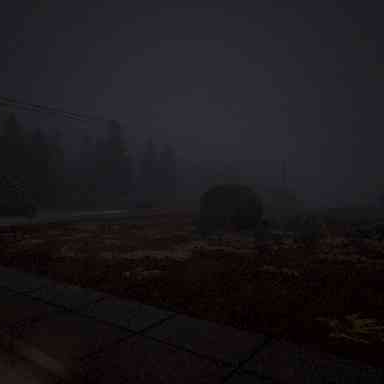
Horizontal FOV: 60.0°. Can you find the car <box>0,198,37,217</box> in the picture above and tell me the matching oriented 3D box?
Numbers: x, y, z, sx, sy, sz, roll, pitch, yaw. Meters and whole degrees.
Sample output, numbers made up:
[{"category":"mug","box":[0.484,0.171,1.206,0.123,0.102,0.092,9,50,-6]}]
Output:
[{"category":"car","box":[-16.081,1.379,28.962,2.097,1.767,4.553,0,0,37]}]

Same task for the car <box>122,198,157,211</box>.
[{"category":"car","box":[-6.555,1.518,41.803,2.128,1.511,4.902,0,0,37]}]
